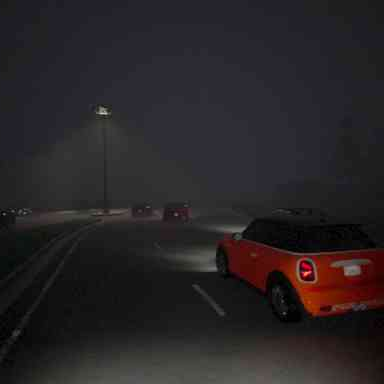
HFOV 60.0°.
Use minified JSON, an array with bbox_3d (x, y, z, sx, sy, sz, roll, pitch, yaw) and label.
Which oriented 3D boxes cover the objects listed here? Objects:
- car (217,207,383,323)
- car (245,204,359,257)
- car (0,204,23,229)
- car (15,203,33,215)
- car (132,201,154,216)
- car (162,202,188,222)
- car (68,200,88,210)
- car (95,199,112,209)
[{"bbox_3d":[2.084,1.295,7.411,2.097,1.767,4.553,-2,0,-13],"label":"car"},{"bbox_3d":[4.151,1.378,13.653,2.128,1.511,4.902,-2,0,-14],"label":"car"},{"bbox_3d":[-13.858,1.864,22.124,1.882,1.535,5.008,-2,0,6],"label":"car"},{"bbox_3d":[-20.571,2.080,39.341,1.837,1.490,4.892,-2,0,-1],"label":"car"},{"bbox_3d":[-5.226,1.675,35.197,1.812,1.442,4.674,-2,0,-2],"label":"car"},{"bbox_3d":[-1.366,1.519,27.064,1.882,1.535,5.008,-2,0,-4],"label":"car"},{"bbox_3d":[-17.311,1.979,50.713,2.128,1.511,4.902,-2,0,-1],"label":"car"},{"bbox_3d":[-13.846,1.895,52.221,1.837,1.490,4.892,-2,0,-1],"label":"car"}]
